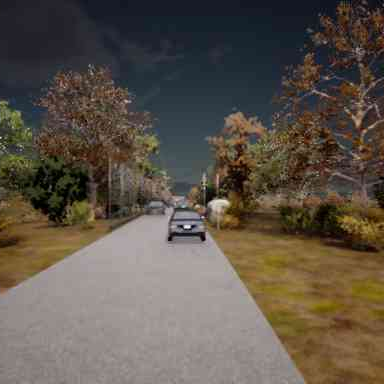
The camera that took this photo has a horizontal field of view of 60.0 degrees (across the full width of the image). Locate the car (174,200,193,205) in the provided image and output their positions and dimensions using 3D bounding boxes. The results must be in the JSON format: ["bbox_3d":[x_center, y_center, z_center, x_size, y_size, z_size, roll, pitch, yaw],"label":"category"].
[{"bbox_3d":[-0.958,1.654,37.770,2.097,1.767,4.553,0,-1,-2],"label":"car"}]

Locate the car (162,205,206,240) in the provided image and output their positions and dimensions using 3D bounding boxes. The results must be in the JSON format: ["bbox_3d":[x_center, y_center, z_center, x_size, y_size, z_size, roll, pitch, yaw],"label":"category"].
[{"bbox_3d":[-0.289,1.602,17.243,2.033,1.411,5.357,0,0,-2],"label":"car"}]

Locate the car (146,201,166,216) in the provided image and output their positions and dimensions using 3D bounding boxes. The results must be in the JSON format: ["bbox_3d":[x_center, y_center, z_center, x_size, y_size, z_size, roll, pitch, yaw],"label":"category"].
[{"bbox_3d":[-3.856,1.783,36.261,1.837,1.490,4.892,0,-1,-2],"label":"car"}]
